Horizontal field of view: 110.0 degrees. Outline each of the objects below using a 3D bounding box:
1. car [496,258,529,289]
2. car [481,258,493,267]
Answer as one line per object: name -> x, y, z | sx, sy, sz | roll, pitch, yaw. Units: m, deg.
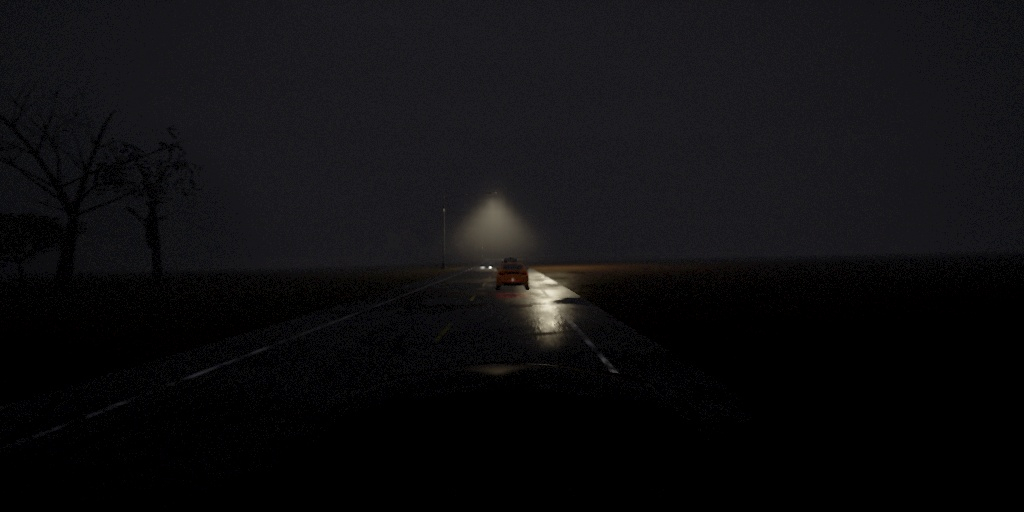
car -> 0.027, 1.124, 22.063 | 1.882, 1.535, 5.008 | 0, 0, 0
car -> -4.094, 1.039, 59.497 | 2.033, 1.411, 5.357 | 0, 0, -1
